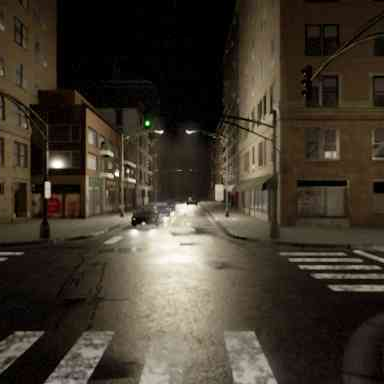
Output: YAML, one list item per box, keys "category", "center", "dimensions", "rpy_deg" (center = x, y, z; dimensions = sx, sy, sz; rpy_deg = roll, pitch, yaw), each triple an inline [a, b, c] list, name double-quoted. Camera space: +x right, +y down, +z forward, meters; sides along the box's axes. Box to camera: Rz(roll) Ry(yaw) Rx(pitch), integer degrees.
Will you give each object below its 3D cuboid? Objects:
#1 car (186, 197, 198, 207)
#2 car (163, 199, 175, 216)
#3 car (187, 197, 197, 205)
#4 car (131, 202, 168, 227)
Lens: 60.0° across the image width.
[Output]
- category: "car"
  center: [0.018, 1.786, 58.926]
  dimensions: [2.128, 1.511, 4.902]
  rpy_deg: [0, 0, 0]
- category: "car"
  center: [-3.147, 1.739, 34.109]
  dimensions: [1.994, 1.385, 4.181]
  rpy_deg: [0, 0, 0]
- category: "car"
  center: [0.002, 1.837, 69.289]
  dimensions: [2.128, 1.511, 4.902]
  rpy_deg: [0, 0, 0]
- category: "car"
  center: [-3.134, 1.675, 24.194]
  dimensions: [2.033, 1.411, 5.357]
  rpy_deg: [0, 0, 0]
